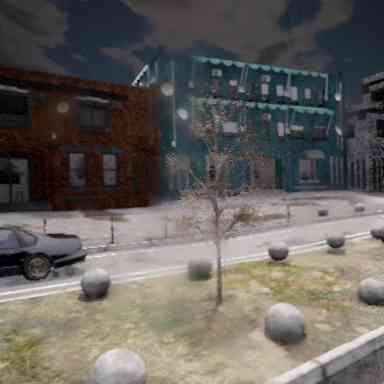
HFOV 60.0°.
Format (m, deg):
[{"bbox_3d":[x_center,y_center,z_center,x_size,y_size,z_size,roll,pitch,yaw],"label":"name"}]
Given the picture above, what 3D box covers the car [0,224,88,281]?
[{"bbox_3d":[-5.446,1.526,8.270,5.357,1.411,2.033,0,0,-35],"label":"car"}]
